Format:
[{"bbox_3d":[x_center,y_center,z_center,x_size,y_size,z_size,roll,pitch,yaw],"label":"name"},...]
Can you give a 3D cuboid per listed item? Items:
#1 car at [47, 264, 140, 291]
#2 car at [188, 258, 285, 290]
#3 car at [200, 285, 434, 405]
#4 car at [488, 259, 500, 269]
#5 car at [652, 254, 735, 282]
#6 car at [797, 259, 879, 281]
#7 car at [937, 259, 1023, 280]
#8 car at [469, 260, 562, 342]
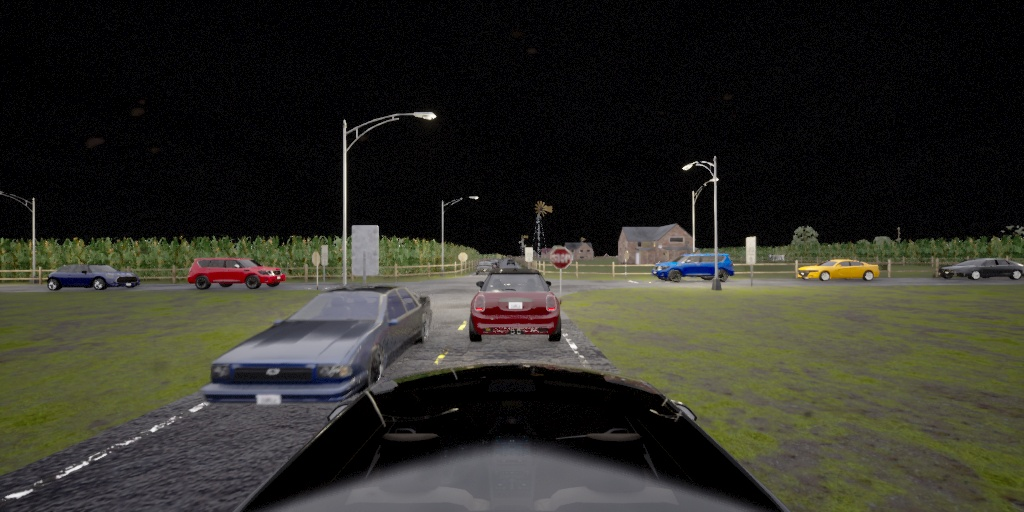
[{"bbox_3d":[-28.002,1.345,24.119,4.553,1.767,2.097,-1,0,1],"label":"car"},{"bbox_3d":[-18.348,1.126,23.985,5.566,2.045,2.150,-1,0,1],"label":"car"},{"bbox_3d":[-2.866,1.298,6.874,2.033,1.411,5.357,0,0,0],"label":"car"},{"bbox_3d":[-3.021,1.298,60.447,1.837,1.490,4.892,0,0,0],"label":"car"},{"bbox_3d":[13.315,0.853,26.486,5.566,2.045,2.150,0,0,0],"label":"car"},{"bbox_3d":[23.872,1.013,26.348,5.008,1.535,1.882,-1,0,1],"label":"car"},{"bbox_3d":[34.235,0.947,26.201,4.892,1.490,1.837,-1,0,0],"label":"car"},{"bbox_3d":[0.058,1.103,9.955,2.097,1.767,4.553,0,0,-1],"label":"car"}]
